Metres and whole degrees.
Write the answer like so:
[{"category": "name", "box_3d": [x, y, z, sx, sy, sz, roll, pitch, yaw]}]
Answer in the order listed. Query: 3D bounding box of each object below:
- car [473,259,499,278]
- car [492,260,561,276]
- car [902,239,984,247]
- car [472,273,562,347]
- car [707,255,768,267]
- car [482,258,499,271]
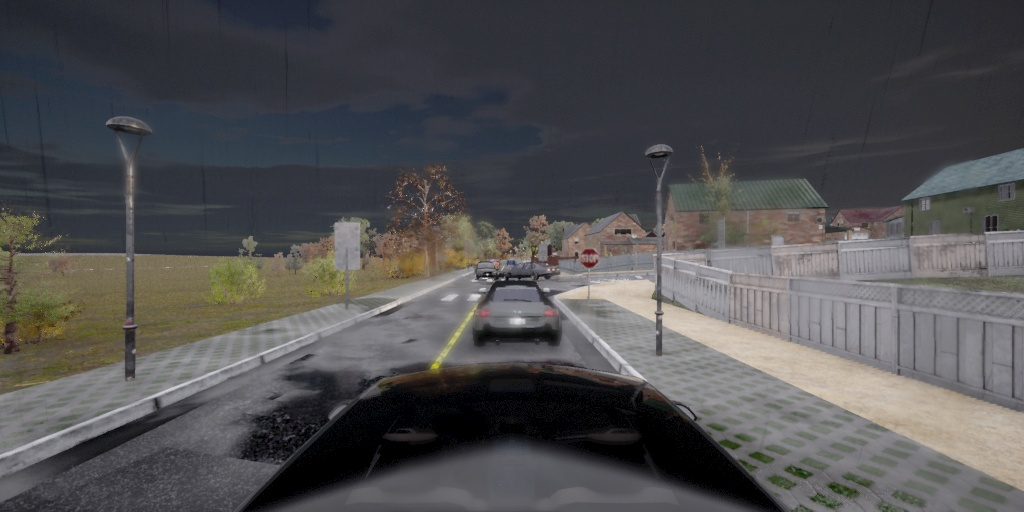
[{"category": "car", "box_3d": [-2.314, 1.257, 31.287, 1.837, 1.490, 4.892, 0, 0, -8]}, {"category": "car", "box_3d": [1.280, 1.197, 28.383, 5.357, 1.411, 2.033, -4, -3, 43]}, {"category": "car", "box_3d": [23.848, -0.208, 20.386, 4.902, 1.511, 2.128, -3, 0, 14]}, {"category": "car", "box_3d": [0.086, 1.313, 9.366, 1.994, 1.385, 4.181, 0, 0, -1]}, {"category": "car", "box_3d": [14.343, 0.413, 22.788, 4.181, 1.385, 1.994, -3, 0, 16]}, {"category": "car", "box_3d": [-2.952, 1.120, 51.104, 2.097, 1.767, 4.553, 0, 0, 1]}]
